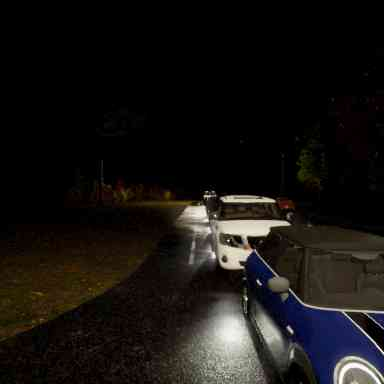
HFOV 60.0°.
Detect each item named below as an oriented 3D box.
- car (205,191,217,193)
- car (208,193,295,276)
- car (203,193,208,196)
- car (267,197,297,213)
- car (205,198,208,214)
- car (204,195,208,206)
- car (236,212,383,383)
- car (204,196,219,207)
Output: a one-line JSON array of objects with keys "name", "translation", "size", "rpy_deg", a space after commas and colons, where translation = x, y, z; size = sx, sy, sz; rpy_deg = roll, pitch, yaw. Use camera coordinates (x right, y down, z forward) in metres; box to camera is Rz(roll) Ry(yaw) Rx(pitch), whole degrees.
[{"name": "car", "translation": [2.964, 0.938, 54.408], "size": [2.150, 2.045, 5.566], "rpy_deg": [0, 0, 3]}, {"name": "car", "translation": [1.745, 1.160, 10.473], "size": [2.150, 2.045, 5.566], "rpy_deg": [0, 0, 1]}, {"name": "car", "translation": [2.558, 1.275, 41.567], "size": [2.128, 1.511, 4.902], "rpy_deg": [0, 0, 2]}, {"name": "car", "translation": [9.378, 1.295, 35.156], "size": [1.882, 1.535, 5.008], "rpy_deg": [0, 0, 2]}, {"name": "car", "translation": [2.062, 1.380, 23.060], "size": [1.837, 1.490, 4.892], "rpy_deg": [0, 0, 2]}, {"name": "car", "translation": [2.224, 1.322, 29.313], "size": [1.882, 1.535, 5.008], "rpy_deg": [0, 0, 2]}, {"name": "car", "translation": [1.941, 1.338, 4.126], "size": [2.097, 1.767, 4.553], "rpy_deg": [0, 0, 0]}, {"name": "car", "translation": [2.761, 1.314, 47.975], "size": [1.994, 1.385, 4.181], "rpy_deg": [0, 0, 3]}]
